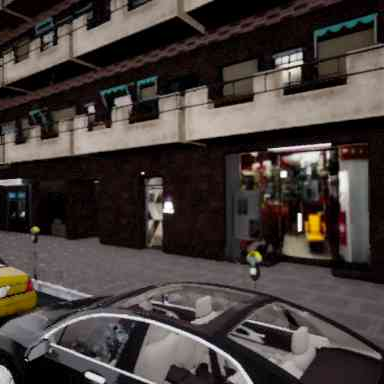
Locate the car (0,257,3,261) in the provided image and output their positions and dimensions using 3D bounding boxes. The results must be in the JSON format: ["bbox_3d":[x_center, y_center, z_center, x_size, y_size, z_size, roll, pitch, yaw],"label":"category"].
[{"bbox_3d":[-4.898,1.514,6.384,4.829,1.417,1.752,0,-1,36],"label":"car"}]

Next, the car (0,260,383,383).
[{"bbox_3d":[-0.228,1.548,3.051,4.403,1.369,2.008,0,-1,36],"label":"car"}]
